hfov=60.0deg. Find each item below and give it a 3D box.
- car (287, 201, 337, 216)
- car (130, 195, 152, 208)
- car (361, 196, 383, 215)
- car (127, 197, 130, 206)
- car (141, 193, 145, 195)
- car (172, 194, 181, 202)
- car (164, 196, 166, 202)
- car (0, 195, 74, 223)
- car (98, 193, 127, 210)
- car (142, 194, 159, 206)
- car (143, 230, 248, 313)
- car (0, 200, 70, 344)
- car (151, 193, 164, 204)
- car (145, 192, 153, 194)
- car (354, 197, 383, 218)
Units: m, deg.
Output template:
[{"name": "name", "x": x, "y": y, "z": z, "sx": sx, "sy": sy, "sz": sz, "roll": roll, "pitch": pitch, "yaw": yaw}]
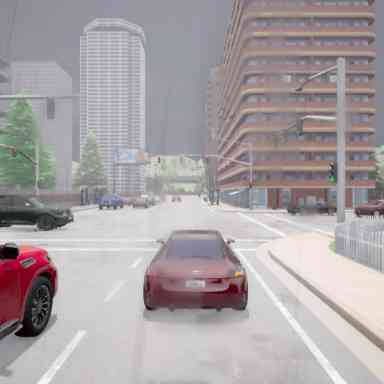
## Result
[{"name": "car", "x": 11.395, "y": 1.545, "z": 31.343, "sx": 4.718, "sy": 1.301, "sz": 1.895, "roll": 0, "pitch": 0, "yaw": -12}, {"name": "car", "x": -7.124, "y": 1.526, "z": 46.905, "sx": 1.812, "sy": 1.442, "sz": 4.674, "roll": 0, "pitch": 0, "yaw": -2}, {"name": "car", "x": 19.834, "y": 1.297, "z": 34.194, "sx": 4.553, "sy": 1.767, "sz": 2.097, "roll": 0, "pitch": 0, "yaw": -27}, {"name": "car", "x": -10.638, "y": 1.526, "z": 53.803, "sx": 1.812, "sy": 1.442, "sz": 4.674, "roll": 0, "pitch": 0, "yaw": 0}, {"name": "car", "x": -10.602, "y": 1.505, "z": 64.235, "sx": 1.837, "sy": 1.490, "sz": 4.892, "roll": 0, "pitch": 0, "yaw": 0}, {"name": "car", "x": -3.570, "y": 1.355, "z": 77.687, "sx": 2.097, "sy": 1.767, "sz": 4.553, "roll": 0, "pitch": 0, "yaw": 0}, {"name": "car", "x": -7.069, "y": 1.499, "z": 76.463, "sx": 1.837, "sy": 1.490, "sz": 4.892, "roll": 0, "pitch": 0, "yaw": 0}, {"name": "car", "x": -9.960, "y": 1.204, "z": 19.618, "sx": 5.566, "sy": 2.045, "sz": 2.150, "roll": 0, "pitch": 0, "yaw": -1}, {"name": "car", "x": -10.615, "y": 1.221, "z": 44.048, "sx": 2.150, "sy": 2.045, "sz": 5.566, "roll": 0, "pitch": 0, "yaw": 2}, {"name": "car", "x": -7.138, "y": 1.526, "z": 55.762, "sx": 1.812, "sy": 1.442, "sz": 4.674, "roll": 0, "pitch": 0, "yaw": 0}, {"name": "car", "x": 0.086, "y": 1.564, "z": 7.775, "sx": 1.994, "sy": 1.385, "sz": 4.181, "roll": 0, "pitch": 0, "yaw": 1}, {"name": "car", "x": -3.434, "y": 1.221, "z": 3.496, "sx": 2.150, "sy": 2.045, "sz": 5.566, "roll": 0, "pitch": 0, "yaw": 0}, {"name": "car", "x": -7.093, "y": 1.526, "z": 66.025, "sx": 1.812, "sy": 1.442, "sz": 4.674, "roll": 0, "pitch": 0, "yaw": 0}, {"name": "car", "x": -10.567, "y": 1.225, "z": 74.763, "sx": 2.150, "sy": 2.045, "sz": 5.566, "roll": 0, "pitch": 0, "yaw": 0}, {"name": "car", "x": 16.552, "y": 1.422, "z": 29.075, "sx": 5.008, "sy": 1.535, "sz": 1.882, "roll": 0, "pitch": 0, "yaw": -20}]
